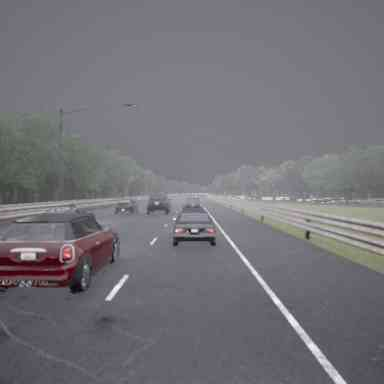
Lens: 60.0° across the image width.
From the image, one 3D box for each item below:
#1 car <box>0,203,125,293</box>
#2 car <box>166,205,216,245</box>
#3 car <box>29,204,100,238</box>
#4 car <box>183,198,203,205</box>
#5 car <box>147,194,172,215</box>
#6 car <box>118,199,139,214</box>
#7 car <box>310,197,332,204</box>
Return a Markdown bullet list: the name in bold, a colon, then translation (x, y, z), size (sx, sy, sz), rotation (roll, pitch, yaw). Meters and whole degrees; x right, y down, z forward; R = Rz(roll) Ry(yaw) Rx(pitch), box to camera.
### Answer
- **car**: translation (-3.402, 1.352, 9.034), size (2.097, 1.767, 4.553), rotation (0, 0, 0)
- **car**: translation (0.100, 1.550, 15.472), size (2.033, 1.411, 5.357), rotation (0, 0, 0)
- **car**: translation (-6.901, 1.495, 18.700), size (2.128, 1.511, 4.902), rotation (0, 0, 0)
- **car**: translation (0.098, 1.372, 35.380), size (2.097, 1.767, 4.553), rotation (0, 0, 0)
- **car**: translation (-3.408, 1.245, 34.934), size (2.150, 2.045, 5.566), rotation (0, 0, 0)
- **car**: translation (-6.904, 1.528, 35.731), size (1.837, 1.490, 4.892), rotation (0, 0, 0)
- **car**: translation (27.498, 1.795, 71.038), size (1.837, 1.490, 4.892), rotation (0, 0, -24)
